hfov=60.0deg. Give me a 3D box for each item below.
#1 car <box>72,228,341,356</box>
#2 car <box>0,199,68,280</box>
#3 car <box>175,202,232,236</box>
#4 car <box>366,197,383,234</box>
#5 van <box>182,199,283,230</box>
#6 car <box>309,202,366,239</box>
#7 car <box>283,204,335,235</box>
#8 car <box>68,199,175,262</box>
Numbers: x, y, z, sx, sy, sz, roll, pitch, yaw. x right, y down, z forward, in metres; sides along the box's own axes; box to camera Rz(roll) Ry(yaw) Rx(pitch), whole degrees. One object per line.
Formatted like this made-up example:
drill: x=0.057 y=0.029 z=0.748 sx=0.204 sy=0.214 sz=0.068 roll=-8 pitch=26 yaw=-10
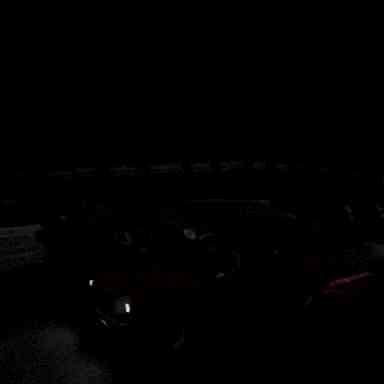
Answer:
car: x=0.500 y=1.603 z=6.176 sx=4.718 sy=1.301 sz=1.895 roll=0 pitch=0 yaw=-35
car: x=-6.085 y=1.236 z=8.704 sx=5.566 sy=2.045 sz=2.435 roll=-1 pitch=-1 yaw=35
car: x=-1.156 y=1.364 z=12.227 sx=4.553 sy=1.767 sz=2.185 roll=-1 pitch=-1 yaw=34
car: x=8.737 y=1.367 z=19.194 sx=4.553 sy=1.767 sz=2.185 roll=-1 pitch=-1 yaw=34
van: x=1.230 y=1.266 z=14.019 sx=4.442 sy=1.987 sz=1.878 roll=-1 pitch=-1 yaw=35
car: x=6.274 y=1.367 z=17.430 sx=4.553 sy=1.767 sz=2.185 roll=-1 pitch=-1 yaw=35
car: x=3.788 y=1.493 z=15.714 sx=4.892 sy=1.521 sz=2.231 roll=-1 pitch=-1 yaw=34
car: x=-3.568 y=1.236 z=10.446 sx=5.566 sy=2.045 sz=2.435 roll=-1 pitch=-1 yaw=34
